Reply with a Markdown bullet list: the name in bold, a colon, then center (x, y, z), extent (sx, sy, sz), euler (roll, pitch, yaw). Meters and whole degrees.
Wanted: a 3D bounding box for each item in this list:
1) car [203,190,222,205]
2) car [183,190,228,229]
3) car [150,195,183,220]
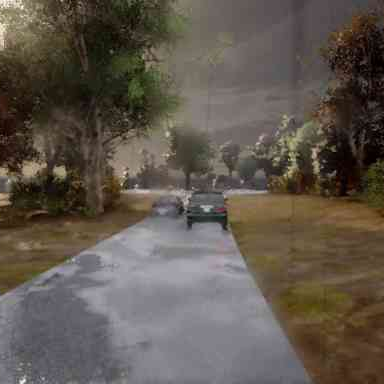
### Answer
- **car**: center (2.383, 0.556, 37.426), extent (1.994, 1.385, 4.181), euler (0, 2, 5)
- **car**: center (0.909, 0.896, 19.261), extent (2.150, 2.045, 5.566), euler (0, 2, 4)
- **car**: center (-1.683, 0.995, 23.441), extent (2.128, 1.511, 4.902), euler (2, 2, 5)
